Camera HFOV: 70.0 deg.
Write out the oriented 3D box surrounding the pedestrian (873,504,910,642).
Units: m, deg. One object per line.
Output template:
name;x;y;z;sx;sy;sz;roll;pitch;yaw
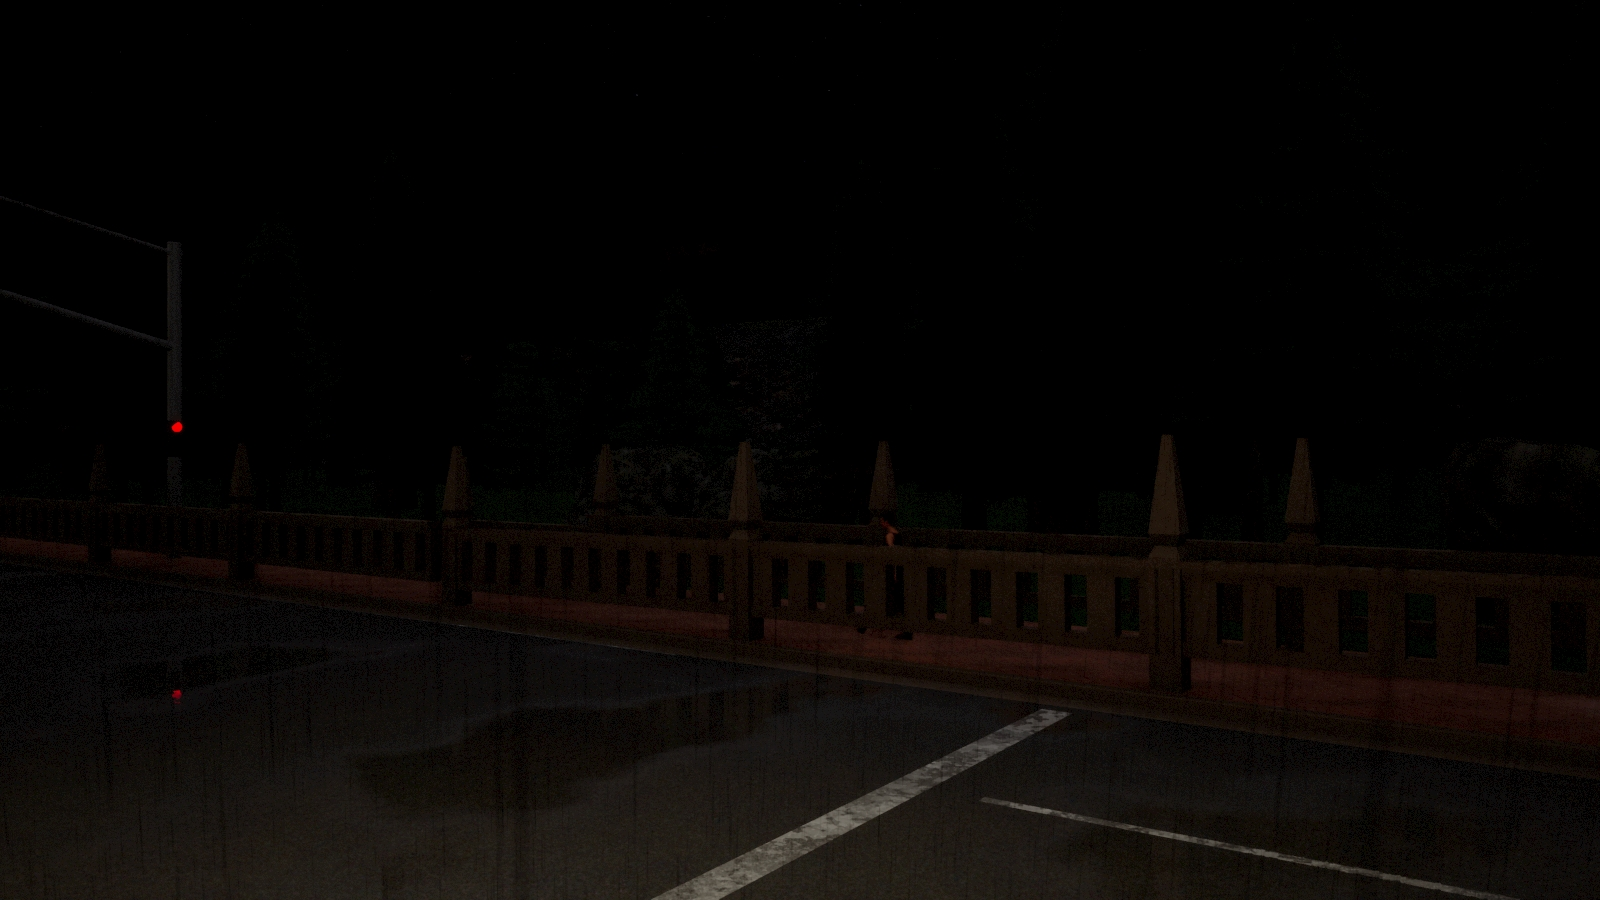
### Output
pedestrian;1.280;1.694;15.898;0.375;1.860;0.375;0;0;35
